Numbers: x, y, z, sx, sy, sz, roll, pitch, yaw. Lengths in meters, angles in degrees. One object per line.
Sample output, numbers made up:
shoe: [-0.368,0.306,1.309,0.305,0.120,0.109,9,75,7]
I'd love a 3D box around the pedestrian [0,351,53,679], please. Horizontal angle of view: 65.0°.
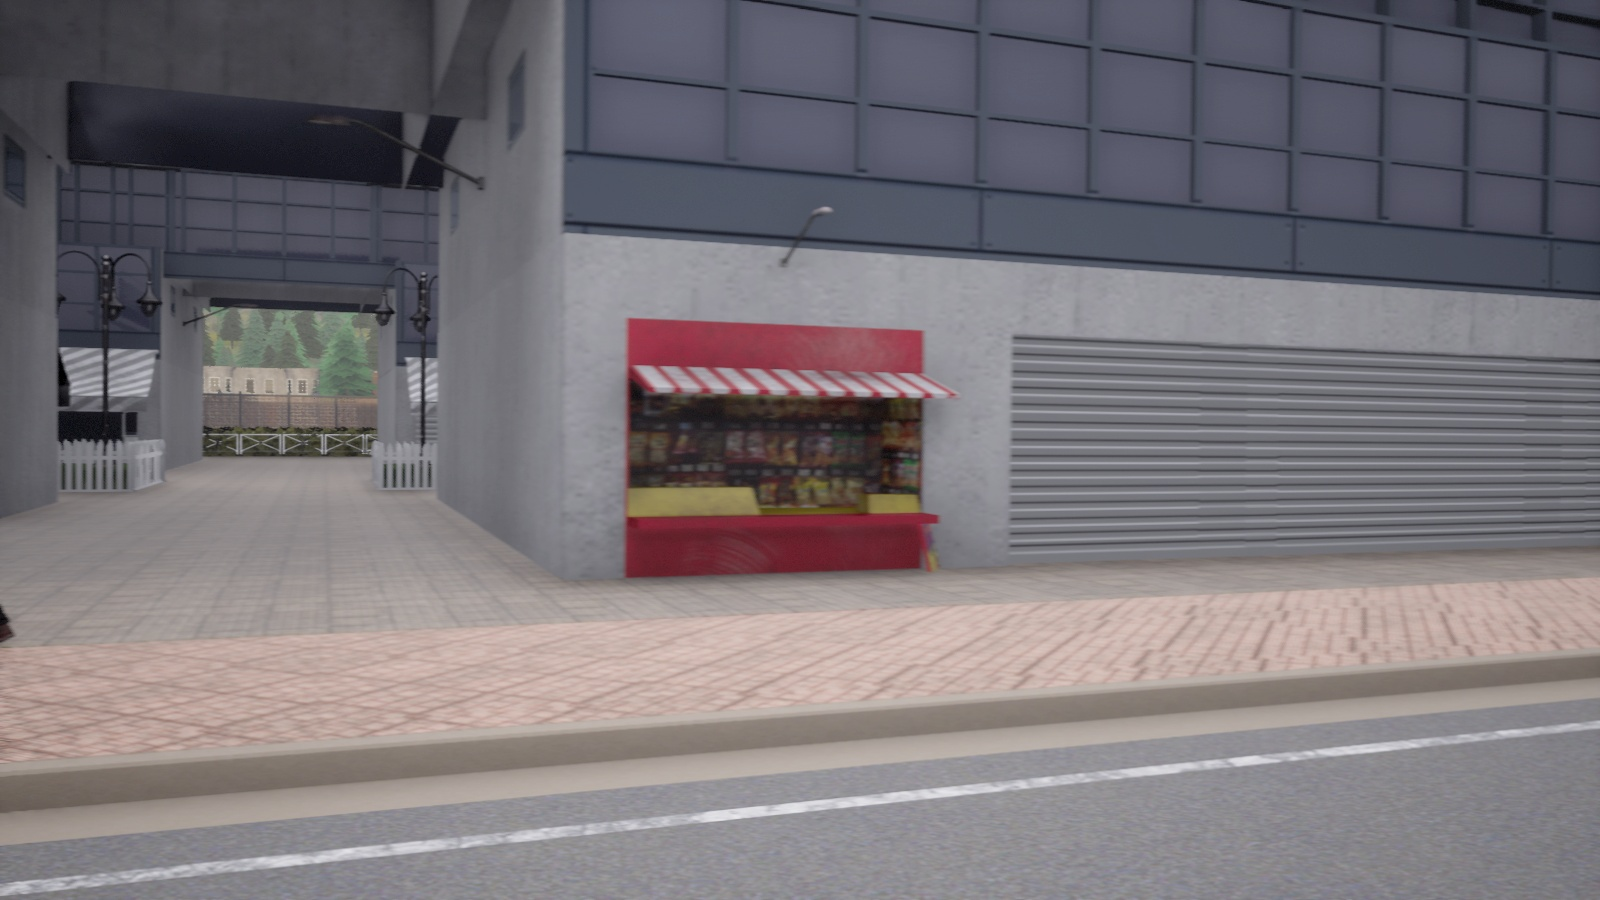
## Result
pedestrian: [-5.057,0.387,7.603,0.788,1.949,0.423,-1,1,-12]
